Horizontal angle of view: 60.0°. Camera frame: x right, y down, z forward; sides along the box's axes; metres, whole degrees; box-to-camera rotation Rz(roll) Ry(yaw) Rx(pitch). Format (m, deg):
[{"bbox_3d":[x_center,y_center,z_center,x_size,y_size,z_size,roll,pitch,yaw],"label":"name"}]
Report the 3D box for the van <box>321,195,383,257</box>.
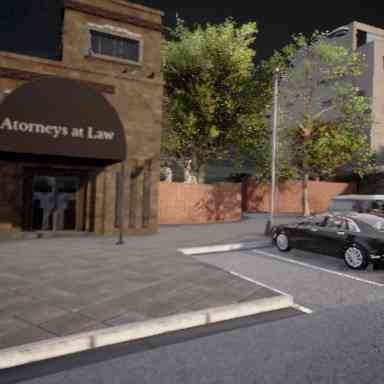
[{"bbox_3d":[7.216,1.109,11.996,1.878,1.987,4.442,-1,1,-27],"label":"van"}]
